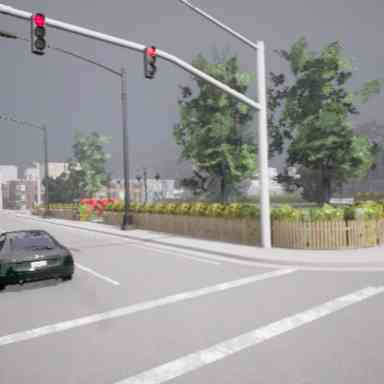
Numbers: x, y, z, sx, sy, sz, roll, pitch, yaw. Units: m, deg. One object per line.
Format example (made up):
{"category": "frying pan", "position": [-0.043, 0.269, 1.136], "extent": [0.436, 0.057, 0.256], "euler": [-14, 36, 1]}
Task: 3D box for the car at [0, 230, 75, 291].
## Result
{"category": "car", "position": [-5.046, 1.844, 10.061], "extent": [1.994, 1.385, 4.181], "euler": [-1, -1, -36]}
